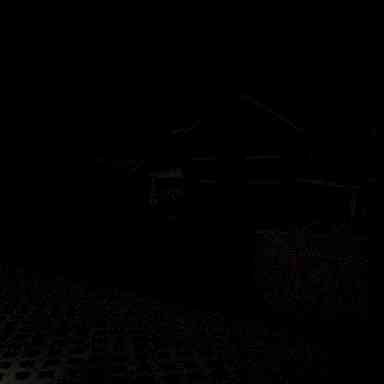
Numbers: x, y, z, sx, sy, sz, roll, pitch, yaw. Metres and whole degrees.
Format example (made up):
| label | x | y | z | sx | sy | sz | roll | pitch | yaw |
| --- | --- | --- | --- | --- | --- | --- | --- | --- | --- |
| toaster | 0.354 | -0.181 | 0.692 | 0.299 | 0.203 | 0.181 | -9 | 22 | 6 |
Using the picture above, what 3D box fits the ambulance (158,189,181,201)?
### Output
| label | x | y | z | sx | sy | sz | roll | pitch | yaw |
| --- | --- | --- | --- | --- | --- | --- | --- | --- | --- |
| ambulance | -3.977 | 0.831 | 47.756 | 2.351 | 2.431 | 6.366 | 2 | 2 | 35 |
